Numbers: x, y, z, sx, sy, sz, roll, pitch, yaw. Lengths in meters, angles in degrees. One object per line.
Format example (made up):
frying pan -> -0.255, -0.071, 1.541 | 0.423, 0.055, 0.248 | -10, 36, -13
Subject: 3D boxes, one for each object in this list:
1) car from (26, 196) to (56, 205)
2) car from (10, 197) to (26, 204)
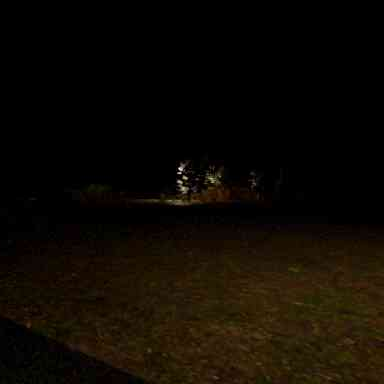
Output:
car -> -28.453, 1.625, 63.550 | 1.837, 1.490, 4.892 | 0, 0, 34
car -> -34.344, 1.706, 67.355 | 1.895, 1.301, 4.718 | 0, 0, 34
